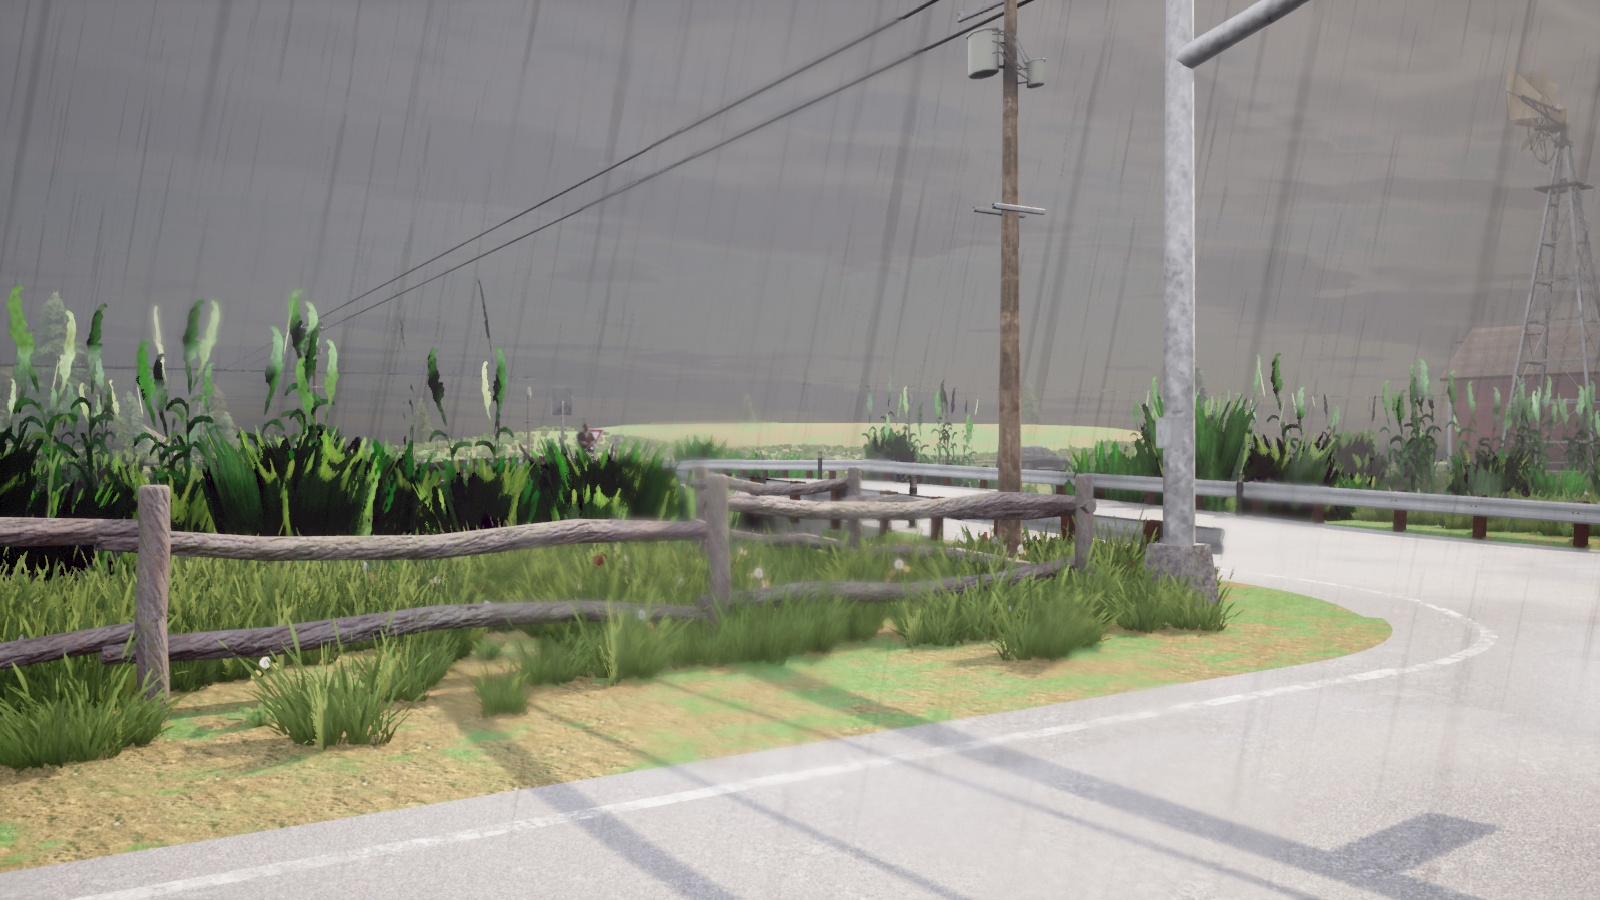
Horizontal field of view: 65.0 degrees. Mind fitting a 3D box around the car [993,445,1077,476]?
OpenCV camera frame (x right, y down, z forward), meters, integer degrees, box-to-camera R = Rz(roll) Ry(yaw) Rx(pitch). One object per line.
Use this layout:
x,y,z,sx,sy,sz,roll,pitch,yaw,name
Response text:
15.818,0.672,84.484,5.566,2.045,2.150,0,0,-32,car
